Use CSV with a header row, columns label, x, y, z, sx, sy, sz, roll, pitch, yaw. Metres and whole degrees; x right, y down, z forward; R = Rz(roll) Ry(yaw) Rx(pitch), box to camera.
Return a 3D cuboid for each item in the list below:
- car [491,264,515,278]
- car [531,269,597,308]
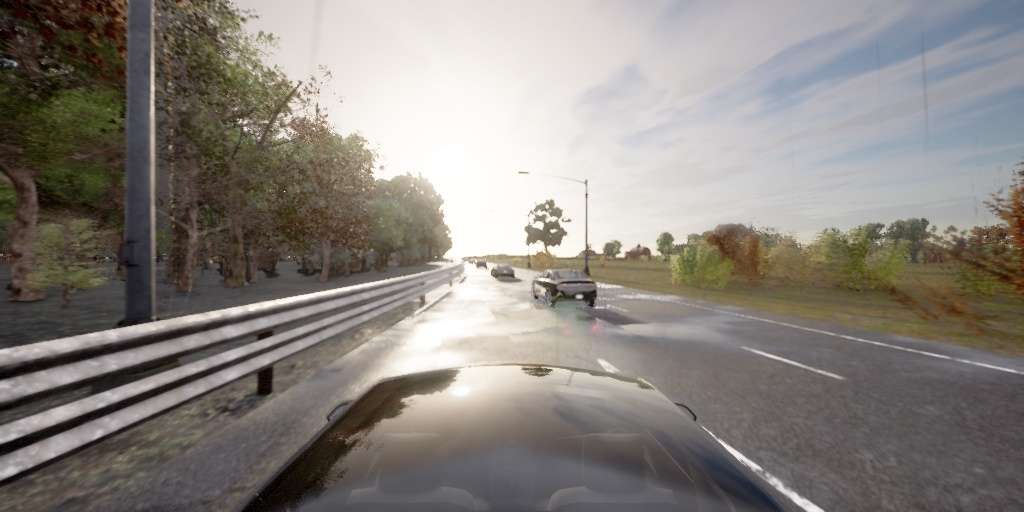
label,x,y,z,sx,sy,sz,roll,pitch,yaw
car,-0.954,1.445,35.466,1.994,1.385,4.181,0,0,-9
car,2.129,1.310,15.722,2.128,1.511,4.902,0,0,-9
